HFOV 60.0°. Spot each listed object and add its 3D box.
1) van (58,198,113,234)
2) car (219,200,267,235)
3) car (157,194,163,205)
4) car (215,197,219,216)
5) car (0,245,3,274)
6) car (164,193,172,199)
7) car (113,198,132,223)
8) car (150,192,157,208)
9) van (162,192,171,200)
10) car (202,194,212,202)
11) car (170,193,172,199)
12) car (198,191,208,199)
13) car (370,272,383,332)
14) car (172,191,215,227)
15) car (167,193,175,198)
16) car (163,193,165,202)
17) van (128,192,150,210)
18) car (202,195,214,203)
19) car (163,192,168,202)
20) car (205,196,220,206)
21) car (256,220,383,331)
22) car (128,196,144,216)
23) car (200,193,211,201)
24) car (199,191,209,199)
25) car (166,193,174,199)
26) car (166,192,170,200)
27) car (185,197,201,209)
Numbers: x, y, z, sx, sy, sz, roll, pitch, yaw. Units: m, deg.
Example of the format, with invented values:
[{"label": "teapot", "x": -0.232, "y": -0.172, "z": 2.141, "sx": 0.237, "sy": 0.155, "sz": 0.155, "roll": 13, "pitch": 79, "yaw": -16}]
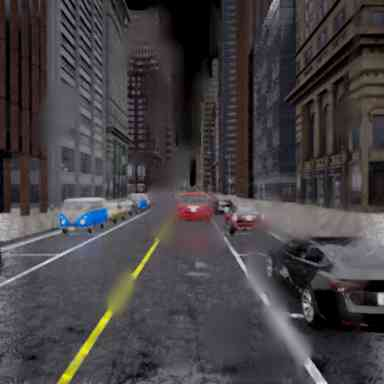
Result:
[{"label": "van", "x": -5.759, "y": 1.207, "z": 17.990, "sx": 1.690, "sy": 1.788, "sz": 3.998, "roll": 0, "pitch": 0, "yaw": 0}, {"label": "car", "x": 2.767, "y": 1.307, "z": 17.994, "sx": 1.967, "sy": 1.590, "sz": 4.097, "roll": 0, "pitch": 0, "yaw": 0}, {"label": "car", "x": -5.748, "y": 0.983, "z": 46.172, "sx": 2.192, "sy": 1.841, "sz": 5.009, "roll": 0, "pitch": 0, "yaw": 0}, {"label": "car", "x": 2.771, "y": 1.352, "z": 29.268, "sx": 1.947, "sy": 1.339, "sz": 4.313, "roll": 0, "pitch": 0, "yaw": 0}, {"label": "car", "x": -5.763, "y": 1.389, "z": 6.718, "sx": 1.967, "sy": 1.590, "sz": 4.097, "roll": 0, "pitch": 0, "yaw": 0}, {"label": "car", "x": -5.735, "y": 0.969, "z": 79.822, "sx": 1.752, "sy": 1.417, "sz": 4.829, "roll": 0, "pitch": 0, "yaw": 0}, {"label": "car", "x": -5.756, "y": 1.352, "z": 23.458, "sx": 1.752, "sy": 1.417, "sz": 4.829, "roll": 0, "pitch": 0, "yaw": 0}, {"label": "car", "x": -5.750, "y": 1.147, "z": 40.536, "sx": 1.967, "sy": 1.590, "sz": 4.097, "roll": 0, "pitch": 0, "yaw": 0}, {"label": "van", "x": -5.738, "y": 0.820, "z": 74.355, "sx": 1.690, "sy": 1.788, "sz": 3.998, "roll": 0, "pitch": 0, "yaw": 0}, {"label": "car", "x": 2.784, "y": 1.134, "z": 63.086, "sx": 1.802, "sy": 1.307, "sz": 4.206, "roll": 0, "pitch": 0, "yaw": 0}, {"label": "car", "x": -5.739, "y": 1.097, "z": 68.720, "sx": 1.802, "sy": 1.307, "sz": 4.206, "roll": 0, "pitch": 0, "yaw": 0}, {"label": "car", "x": 2.791, "y": 0.723, "z": 85.627, "sx": 2.192, "sy": 1.841, "sz": 5.009, "roll": 0, "pitch": 0, "yaw": 0}, {"label": "car", "x": 2.761, "y": 1.536, "z": 1.088, "sx": 1.887, "sy": 1.381, "sz": 4.507, "roll": 0, "pitch": 0, "yaw": 0}, {"label": "car", "x": 0.107, "y": 1.065, "z": 21.457, "sx": 2.150, "sy": 2.045, "sz": 5.566, "roll": 0, "pitch": 1, "yaw": 0}, {"label": "car", "x": -5.731, "y": 0.940, "z": 91.266, "sx": 1.947, "sy": 1.339, "sz": 4.313, "roll": 0, "pitch": 0, "yaw": 0}, {"label": "car", "x": -5.745, "y": 1.195, "z": 51.811, "sx": 1.947, "sy": 1.339, "sz": 4.313, "roll": 0, "pitch": 0, "yaw": 0}, {"label": "van", "x": -5.752, "y": 1.087, "z": 34.899, "sx": 1.690, "sy": 1.788, "sz": 3.998, "roll": 0, "pitch": 0, "yaw": 0}, {"label": "car", "x": 2.782, "y": 1.172, "z": 57.449, "sx": 1.802, "sy": 1.307, "sz": 4.206, "roll": 0, "pitch": 0, "yaw": 0}, {"label": "car", "x": -5.743, "y": 1.156, "z": 57.447, "sx": 1.947, "sy": 1.339, "sz": 4.313, "roll": 0, "pitch": 0, "yaw": 0}, {"label": "car", "x": 2.778, "y": 1.250, "z": 46.177, "sx": 1.802, "sy": 1.307, "sz": 4.206, "roll": 0, "pitch": 0, "yaw": 0}, {"label": "car", "x": 2.763, "y": 1.515, "z": 6.724, "sx": 1.947, "sy": 1.339, "sz": 4.313, "roll": 0, "pitch": 0, "yaw": 0}, {"label": "car", "x": -5.754, "y": 1.336, "z": 29.264, "sx": 2.008, "sy": 1.369, "sz": 4.403, "roll": 0, "pitch": 0, "yaw": 0}, {"label": "car", "x": 2.785, "y": 0.955, "z": 68.721, "sx": 1.967, "sy": 1.590, "sz": 4.097, "roll": 0, "pitch": 0, "yaw": 0}, {"label": "car", "x": 2.789, "y": 0.758, "z": 79.991, "sx": 2.192, "sy": 1.841, "sz": 5.009, "roll": 0, "pitch": 0, "yaw": 0}, {"label": "car", "x": -5.733, "y": 0.990, "z": 85.630, "sx": 1.802, "sy": 1.307, "sz": 4.206, "roll": 0, "pitch": 0, "yaw": 0}, {"label": "car", "x": -5.741, "y": 1.103, "z": 63.083, "sx": 2.008, "sy": 1.369, "sz": 4.403, "roll": 0, "pitch": 0, "yaw": 0}, {"label": "car", "x": 0.116, "y": 1.309, "z": 40.362, "sx": 1.895, "sy": 1.301, "sz": 4.718, "roll": 0, "pitch": 0, "yaw": 0}]
